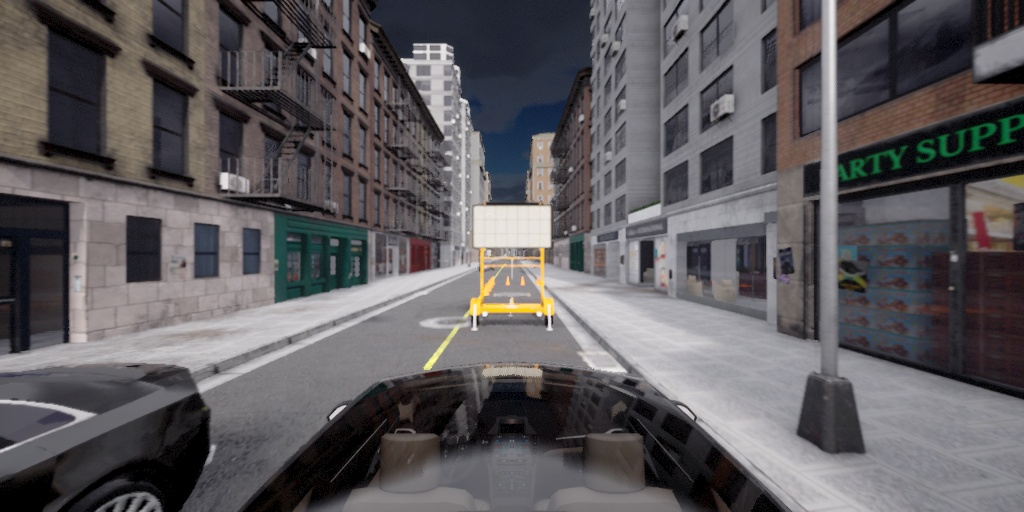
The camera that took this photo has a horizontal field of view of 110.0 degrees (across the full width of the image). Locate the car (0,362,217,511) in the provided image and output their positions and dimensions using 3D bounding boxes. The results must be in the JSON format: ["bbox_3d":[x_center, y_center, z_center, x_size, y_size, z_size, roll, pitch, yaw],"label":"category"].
[{"bbox_3d":[-3.100,1.246,0.559,2.128,1.511,4.902,0,0,0],"label":"car"}]

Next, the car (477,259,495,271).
[{"bbox_3d":[-3.100,1.097,44.400,1.812,1.442,4.674,0,0,0],"label":"car"}]

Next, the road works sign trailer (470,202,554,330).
[{"bbox_3d":[0.005,0.178,10.950,2.380,3.560,2.880,0,0,0],"label":"road works sign trailer"}]
